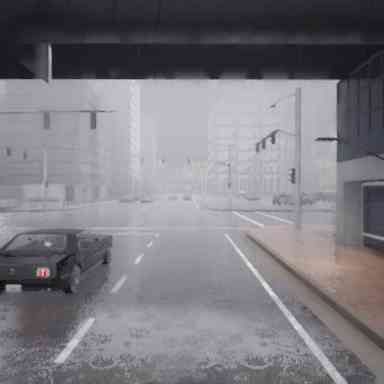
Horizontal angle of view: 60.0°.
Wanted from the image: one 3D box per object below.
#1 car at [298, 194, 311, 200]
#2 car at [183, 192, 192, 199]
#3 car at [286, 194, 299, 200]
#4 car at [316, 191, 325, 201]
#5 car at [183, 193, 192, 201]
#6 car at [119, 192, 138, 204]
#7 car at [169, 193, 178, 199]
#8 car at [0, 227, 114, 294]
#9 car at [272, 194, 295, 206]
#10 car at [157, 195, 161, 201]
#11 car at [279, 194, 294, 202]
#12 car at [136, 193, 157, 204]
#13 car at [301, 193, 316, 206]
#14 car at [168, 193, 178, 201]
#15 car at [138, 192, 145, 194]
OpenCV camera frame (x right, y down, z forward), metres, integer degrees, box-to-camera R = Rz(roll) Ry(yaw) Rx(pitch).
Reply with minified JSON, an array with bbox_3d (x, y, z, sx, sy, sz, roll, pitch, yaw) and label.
[{"bbox_3d":[27.282,1.128,81.035,1.784,1.438,3.905,0,0,0],"label":"car"},{"bbox_3d":[-1.187,0.928,87.111,2.097,1.767,4.553,0,0,0],"label":"car"},{"bbox_3d":[24.387,1.159,81.026,1.970,1.475,3.806,0,0,0],"label":"car"},{"bbox_3d":[29.965,0.917,81.094,1.932,1.855,4.605,0,0,0],"label":"car"},{"bbox_3d":[-1.127,1.365,78.383,1.895,1.301,4.718,0,0,0],"label":"car"},{"bbox_3d":[-11.537,1.179,59.310,2.097,1.767,4.553,0,0,0],"label":"car"},{"bbox_3d":[-4.687,1.098,87.117,2.128,1.511,4.902,0,0,0],"label":"car"},{"bbox_3d":[-3.436,1.575,8.660,1.895,1.301,4.718,0,0,0],"label":"car"},{"bbox_3d":[13.127,1.012,48.473,1.932,1.855,4.605,0,0,0],"label":"car"},{"bbox_3d":[-8.102,1.307,74.747,1.812,1.442,4.674,0,0,0],"label":"car"},{"bbox_3d":[18.669,1.203,65.905,1.970,1.475,3.806,0,0,0],"label":"car"},{"bbox_3d":[-8.028,1.375,59.191,2.033,1.411,5.357,0,0,0],"label":"car"},{"bbox_3d":[16.022,1.015,48.429,1.905,1.878,3.866,0,0,0],"label":"car"},{"bbox_3d":[-4.627,1.321,78.279,1.994,1.385,4.181,0,0,0],"label":"car"},{"bbox_3d":[-11.603,1.007,74.786,2.150,2.045,5.566,0,0,0],"label":"car"}]
